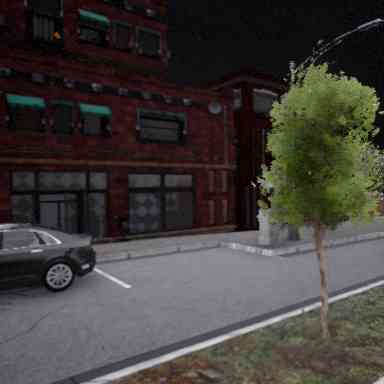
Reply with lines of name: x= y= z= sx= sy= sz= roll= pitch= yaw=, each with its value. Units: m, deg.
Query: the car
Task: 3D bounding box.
car: x=-4.598 y=1.485 z=7.339 sx=4.892 sy=1.521 sz=2.231 roll=-1 pitch=0 yaw=-36
